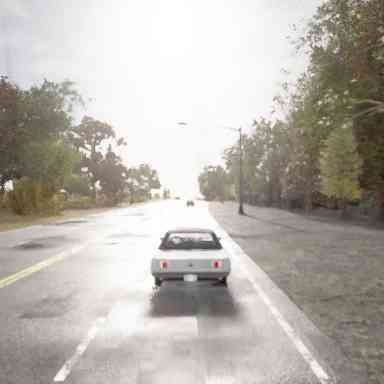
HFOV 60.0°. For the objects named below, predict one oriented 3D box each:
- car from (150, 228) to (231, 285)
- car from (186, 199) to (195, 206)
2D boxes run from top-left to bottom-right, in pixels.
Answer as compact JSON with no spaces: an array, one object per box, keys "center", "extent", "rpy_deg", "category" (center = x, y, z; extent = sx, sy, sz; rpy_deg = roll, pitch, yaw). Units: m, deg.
[{"center":[-0.042,1.709,9.828],"extent":[1.895,1.301,4.718],"rpy_deg":[0,-1,0],"category":"car"},{"center":[-0.381,2.344,72.366],"extent":[2.033,1.411,5.357],"rpy_deg":[0,-1,0],"category":"car"}]
